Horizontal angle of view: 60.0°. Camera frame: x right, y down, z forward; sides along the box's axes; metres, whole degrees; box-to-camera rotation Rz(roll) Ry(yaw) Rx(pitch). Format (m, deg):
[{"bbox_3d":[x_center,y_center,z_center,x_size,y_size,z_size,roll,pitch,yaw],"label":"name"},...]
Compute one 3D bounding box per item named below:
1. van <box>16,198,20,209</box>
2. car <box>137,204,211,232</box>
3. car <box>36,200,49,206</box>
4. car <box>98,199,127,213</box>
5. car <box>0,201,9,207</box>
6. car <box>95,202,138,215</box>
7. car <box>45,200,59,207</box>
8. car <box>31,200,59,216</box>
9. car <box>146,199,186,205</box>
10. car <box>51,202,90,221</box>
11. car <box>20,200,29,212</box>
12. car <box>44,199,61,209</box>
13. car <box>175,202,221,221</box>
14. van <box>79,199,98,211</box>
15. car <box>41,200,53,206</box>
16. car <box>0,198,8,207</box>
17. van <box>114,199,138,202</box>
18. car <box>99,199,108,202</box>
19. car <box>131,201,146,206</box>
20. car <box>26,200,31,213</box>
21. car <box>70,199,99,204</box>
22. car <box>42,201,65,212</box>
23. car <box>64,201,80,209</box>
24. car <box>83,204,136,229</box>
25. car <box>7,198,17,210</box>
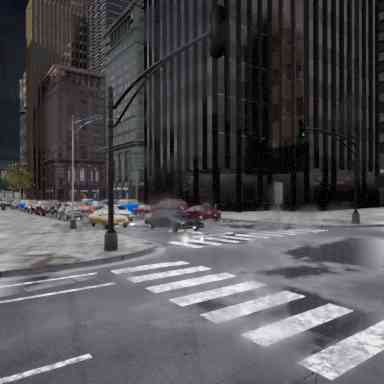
[{"bbox_3d":[-26.058,2.122,52.479,1.690,1.788,3.998,-1,0,-35],"label":"van"},{"bbox_3d":[-1.366,1.791,22.203,2.033,1.411,5.357,0,-1,-35],"label":"car"},{"bbox_3d":[-37.590,2.709,83.505,2.008,1.369,4.403,-1,0,-35],"label":"car"},{"bbox_3d":[-11.067,1.875,46.111,2.192,1.841,5.009,-1,0,-35],"label":"car"},{"bbox_3d":[-44.242,2.770,78.148,1.802,1.307,4.206,-1,0,-35],"label":"car"},{"bbox_3d":[-6.958,1.902,30.150,1.812,1.442,4.674,0,-1,-35],"label":"car"},{"bbox_3d":[-31.574,2.594,75.015,1.947,1.339,4.313,-1,0,-35],"label":"car"},{"bbox_3d":[-17.585,1.900,40.519,2.192,1.841,5.009,-1,0,-35],"label":"car"},{"bbox_3d":[-2.258,1.668,33.649,2.192,1.841,5.009,-1,0,-35],"label":"car"},{"bbox_3d":[-11.930,2.004,32.546,2.008,1.369,4.403,-1,0,-35],"label":"car"},{"bbox_3d":[-23.231,2.156,48.492,1.967,1.590,4.097,-1,0,-35],"label":"car"},{"bbox_3d":[-26.670,2.234,63.503,2.097,1.767,4.553,0,0,-35],"label":"car"},{"bbox_3d":[0.683,1.828,29.495,1.887,1.381,4.507,-1,0,-35],"label":"car"},{"bbox_3d":[-16.940,2.037,54.419,1.690,1.788,3.998,-1,0,-35],"label":"van"},{"bbox_3d":[-34.583,2.659,79.261,1.947,1.339,4.313,-1,0,-35],"label":"car"},{"bbox_3d":[-41.134,2.666,73.761,1.887,1.381,4.507,-1,0,-35],"label":"car"},{"bbox_3d":[-8.131,1.832,41.957,1.690,1.788,3.998,-1,0,-35],"label":"van"},{"bbox_3d":[-11.949,1.892,42.729,2.097,1.767,4.553,0,-1,-35],"label":"car"},{"bbox_3d":[-5.189,2.004,37.803,1.802,1.307,4.206,-1,0,-35],"label":"car"},{"bbox_3d":[-20.405,2.195,44.506,1.887,1.381,4.507,-1,0,-35],"label":"car"},{"bbox_3d":[-12.830,1.866,38.450,2.097,1.767,4.553,0,-1,-35],"label":"car"},{"bbox_3d":[-20.895,2.195,49.963,2.128,1.511,4.902,0,-1,-35],"label":"car"},{"bbox_3d":[-22.551,2.406,62.282,1.802,1.307,4.206,-1,0,-35],"label":"car"},{"bbox_3d":[-6.183,1.843,24.435,1.752,1.417,4.829,-1,0,-35],"label":"car"},{"bbox_3d":[-31.809,2.353,60.597,1.967,1.590,4.097,-1,0,-35],"label":"car"}]
